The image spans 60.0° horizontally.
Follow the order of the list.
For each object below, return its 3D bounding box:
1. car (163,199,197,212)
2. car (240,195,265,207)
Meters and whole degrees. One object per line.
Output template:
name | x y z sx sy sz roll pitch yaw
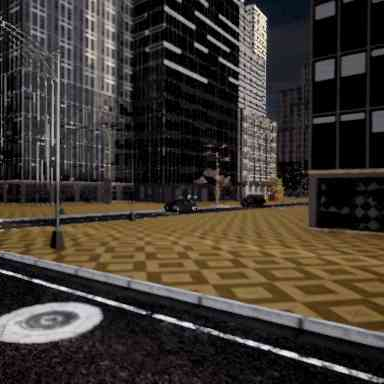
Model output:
car | -1.362 1.589 39.537 1.837 1.490 4.892 1 0 37
car | 10.076 1.489 54.715 2.150 2.045 5.566 1 0 37
